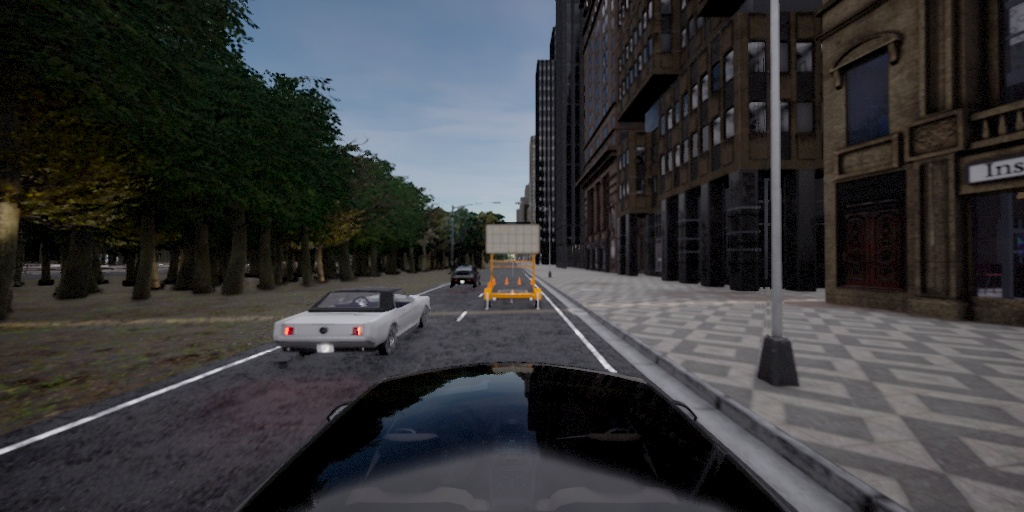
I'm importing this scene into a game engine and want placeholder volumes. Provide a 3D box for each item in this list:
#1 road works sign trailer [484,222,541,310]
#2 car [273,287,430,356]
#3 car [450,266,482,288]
[{"bbox_3d":[0.031,0.330,15.473,2.380,3.560,2.880,0,0,0],"label":"road works sign trailer"},{"bbox_3d":[-3.386,1.407,8.750,1.895,1.301,4.718,0,0,0],"label":"car"},{"bbox_3d":[-3.341,1.492,26.548,1.837,1.490,4.892,0,-1,0],"label":"car"}]
